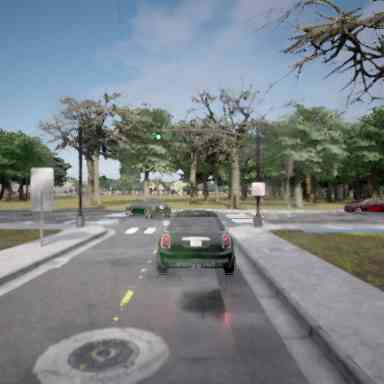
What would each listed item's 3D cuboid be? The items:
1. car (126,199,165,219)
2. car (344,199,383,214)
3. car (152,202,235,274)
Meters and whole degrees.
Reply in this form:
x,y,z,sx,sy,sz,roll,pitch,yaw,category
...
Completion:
x,y,z,sx,sy,sz,roll,pitch,yaw,category
-3.878,1.348,29.033,2.097,1.767,4.553,-1,1,-41,car
18.469,1.496,34.561,5.008,1.535,1.882,0,0,0,car
0.105,1.351,10.725,2.097,1.767,4.553,0,0,0,car
